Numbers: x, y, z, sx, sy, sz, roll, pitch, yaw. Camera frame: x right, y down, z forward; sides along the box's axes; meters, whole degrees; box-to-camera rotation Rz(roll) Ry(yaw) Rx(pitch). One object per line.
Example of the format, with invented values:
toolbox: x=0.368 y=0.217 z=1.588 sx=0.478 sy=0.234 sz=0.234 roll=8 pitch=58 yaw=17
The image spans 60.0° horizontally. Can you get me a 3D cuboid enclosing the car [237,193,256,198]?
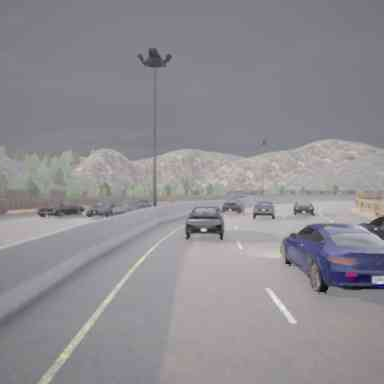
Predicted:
car: x=11.201 y=1.456 z=65.080 sx=1.882 sy=1.535 sz=5.008 roll=0 pitch=0 yaw=34

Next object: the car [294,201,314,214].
car: x=11.302 y=1.596 z=33.740 sx=1.895 sy=1.301 sz=4.718 roll=0 pitch=0 yaw=17

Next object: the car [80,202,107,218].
car: x=-7.876 y=1.560 z=30.159 sx=1.994 sy=1.385 sz=4.181 roll=0 pitch=0 yaw=13

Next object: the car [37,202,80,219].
car: x=-11.612 y=1.597 z=29.663 sx=1.895 sy=1.301 sz=4.718 roll=0 pitch=0 yaw=12

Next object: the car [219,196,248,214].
car: x=4.455 y=1.500 z=35.088 sx=1.837 sy=1.490 sz=4.892 roll=0 pitch=0 yaw=16

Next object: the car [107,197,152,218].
car: x=-4.870 y=1.349 z=27.546 sx=2.097 sy=1.767 sz=4.553 roll=0 pitch=0 yaw=12

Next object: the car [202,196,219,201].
car: x=3.968 y=1.541 z=66.986 sx=2.033 sy=1.411 sz=5.357 roll=0 pitch=0 yaw=34

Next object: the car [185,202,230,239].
car: x=0.776 y=1.490 z=17.365 sx=2.128 sy=1.511 sz=4.902 roll=0 pitch=0 yaw=6

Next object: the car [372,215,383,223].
car: x=7.306 y=1.504 z=11.551 sx=1.837 sy=1.490 sz=4.892 roll=0 pitch=0 yaw=3

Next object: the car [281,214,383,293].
car: x=3.690 y=1.525 z=8.716 sx=1.812 sy=1.442 sz=4.674 roll=0 pitch=0 yaw=2

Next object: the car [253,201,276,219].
car: x=6.475 y=1.544 z=29.655 sx=2.033 sy=1.411 sz=5.357 roll=0 pitch=0 yaw=14

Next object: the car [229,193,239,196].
car: x=9.060 y=1.205 z=68.136 sx=2.150 sy=2.045 sz=5.566 roll=0 pitch=0 yaw=34
